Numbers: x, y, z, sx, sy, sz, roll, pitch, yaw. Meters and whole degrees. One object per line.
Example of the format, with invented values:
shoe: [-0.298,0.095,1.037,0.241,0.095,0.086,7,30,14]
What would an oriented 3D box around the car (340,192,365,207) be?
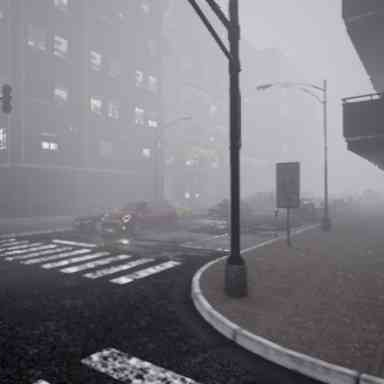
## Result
car: [17.972,1.001,37.706,1.752,1.417,4.829,0,1,35]

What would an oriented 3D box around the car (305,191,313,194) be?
car: [17.397,0.717,51.520,2.192,1.841,5.009,0,1,35]

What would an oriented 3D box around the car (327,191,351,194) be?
car: [19.948,0.927,45.088,1.812,1.442,4.674,-1,0,35]

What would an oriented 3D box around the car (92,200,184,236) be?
car: [-2.766,1.262,18.109,2.097,1.767,4.553,-1,0,34]

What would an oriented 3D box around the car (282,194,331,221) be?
car: [8.312,1.146,23.872,1.967,1.590,4.097,0,1,35]

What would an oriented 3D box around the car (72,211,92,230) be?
car: [-4.914,1.485,19.570,2.008,1.369,4.403,0,1,35]

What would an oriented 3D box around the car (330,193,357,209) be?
car: [14.687,1.105,33.003,2.008,1.369,4.403,0,1,35]

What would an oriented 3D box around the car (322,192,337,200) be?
car: [26.961,0.743,65.217,1.947,1.339,4.313,0,1,35]

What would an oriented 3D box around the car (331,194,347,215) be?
car: [11.500,1.181,28.439,2.008,1.369,4.403,0,1,35]

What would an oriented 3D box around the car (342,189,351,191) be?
car: [36.522,0.269,78.907,2.192,1.841,5.009,0,1,35]

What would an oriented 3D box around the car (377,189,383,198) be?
car: [40.184,0.269,69.517,2.192,1.841,5.009,0,1,35]

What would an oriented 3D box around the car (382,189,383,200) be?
car: [33.811,0.654,60.391,2.008,1.369,4.403,0,1,35]

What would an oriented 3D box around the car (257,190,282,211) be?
car: [9.324,0.841,35.444,2.150,2.045,5.566,-1,0,35]

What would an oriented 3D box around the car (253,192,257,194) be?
car: [7.835,0.943,37.826,2.192,1.841,5.009,0,1,35]

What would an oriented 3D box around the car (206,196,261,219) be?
car: [3.238,1.313,26.731,2.033,1.411,5.357,-1,0,35]

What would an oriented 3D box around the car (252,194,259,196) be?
car: [4.649,1.249,33.264,1.887,1.381,4.507,0,1,35]

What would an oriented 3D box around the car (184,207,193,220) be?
car: [-1.824,1.385,23.995,1.752,1.417,4.829,0,1,35]

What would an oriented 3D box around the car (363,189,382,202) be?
car: [27.436,0.567,51.258,2.192,1.841,5.009,0,1,35]

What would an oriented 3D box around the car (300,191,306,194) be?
car: [14.113,1.004,46.818,1.752,1.417,4.829,0,1,35]

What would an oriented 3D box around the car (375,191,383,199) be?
car: [36.999,0.573,64.955,1.887,1.381,4.507,0,1,35]
